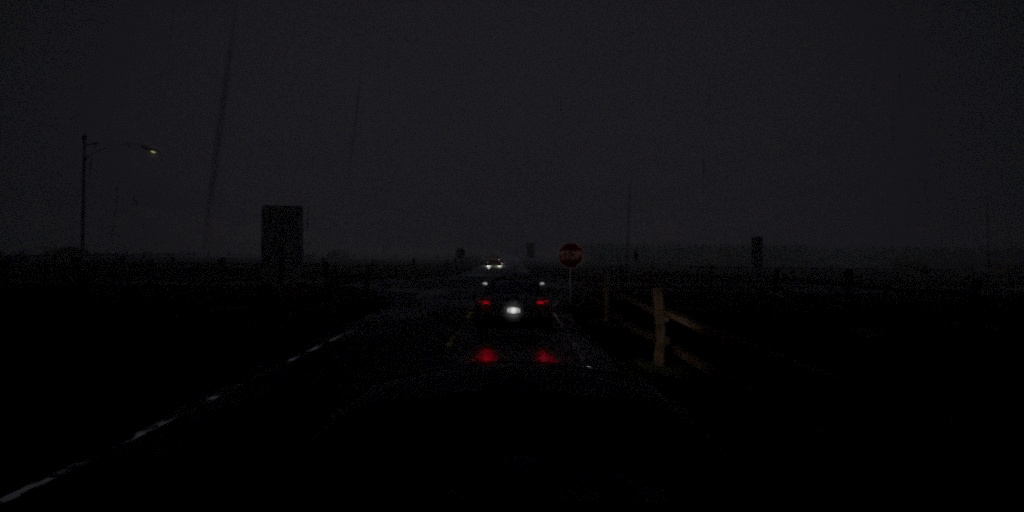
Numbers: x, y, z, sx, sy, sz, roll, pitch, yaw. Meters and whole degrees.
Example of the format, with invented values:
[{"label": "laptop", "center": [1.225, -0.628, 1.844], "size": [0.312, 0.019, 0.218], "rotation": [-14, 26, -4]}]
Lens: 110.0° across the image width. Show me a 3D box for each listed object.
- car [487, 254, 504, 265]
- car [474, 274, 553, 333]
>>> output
[{"label": "car", "center": [-2.796, 0.514, 55.978], "size": [2.097, 1.767, 4.553], "rotation": [0, 1, 0]}, {"label": "car", "center": [0.049, 1.217, 10.387], "size": [1.994, 1.385, 4.181], "rotation": [0, 1, 0]}]
